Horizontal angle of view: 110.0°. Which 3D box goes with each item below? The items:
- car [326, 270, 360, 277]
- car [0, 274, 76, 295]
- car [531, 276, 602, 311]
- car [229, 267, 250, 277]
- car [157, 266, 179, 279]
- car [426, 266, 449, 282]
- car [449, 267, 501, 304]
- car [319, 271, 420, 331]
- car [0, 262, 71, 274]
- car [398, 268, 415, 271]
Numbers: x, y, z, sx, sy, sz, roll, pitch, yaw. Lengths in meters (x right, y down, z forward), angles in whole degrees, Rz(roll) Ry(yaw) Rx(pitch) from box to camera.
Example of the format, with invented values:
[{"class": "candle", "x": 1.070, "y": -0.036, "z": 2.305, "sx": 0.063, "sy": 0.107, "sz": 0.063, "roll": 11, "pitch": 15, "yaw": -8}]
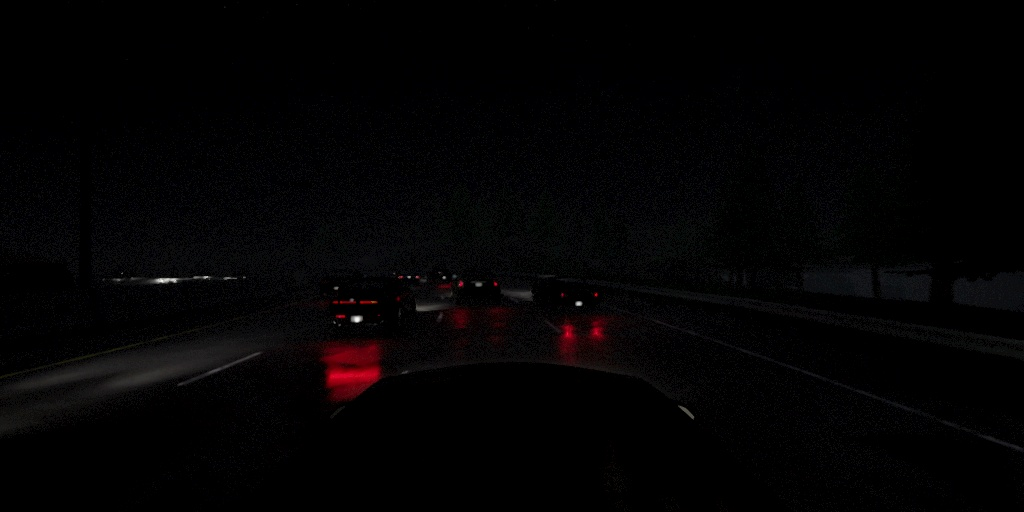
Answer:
[{"class": "car", "x": -9.611, "y": 1.545, "z": 20.787, "sx": 1.882, "sy": 1.535, "sz": 5.008, "roll": 0, "pitch": -1, "yaw": -14}, {"class": "car", "x": -18.719, "y": 1.527, "z": 12.463, "sx": 1.812, "sy": 1.442, "sz": 4.674, "roll": 0, "pitch": -1, "yaw": -10}, {"class": "car", "x": 2.168, "y": 1.534, "z": 15.702, "sx": 1.895, "sy": 1.301, "sz": 4.718, "roll": 0, "pitch": -1, "yaw": -9}, {"class": "car", "x": -37.368, "y": 2.176, "z": 49.154, "sx": 1.994, "sy": 1.385, "sz": 4.181, "roll": 0, "pitch": -1, "yaw": -44}, {"class": "car", "x": -44.523, "y": 2.105, "z": 46.410, "sx": 4.902, "sy": 1.511, "sz": 2.128, "roll": -1, "pitch": -1, "yaw": 44}, {"class": "car", "x": -7.168, "y": 1.757, "z": 35.061, "sx": 1.837, "sy": 1.490, "sz": 4.892, "roll": 0, "pitch": -1, "yaw": -23}, {"class": "car", "x": -1.908, "y": 1.341, "z": 18.150, "sx": 2.097, "sy": 1.767, "sz": 4.553, "roll": 0, "pitch": -1, "yaw": -11}, {"class": "car", "x": -4.337, "y": 1.417, "z": 11.715, "sx": 1.837, "sy": 1.490, "sz": 4.892, "roll": 0, "pitch": -1, "yaw": -7}, {"class": "car", "x": -22.937, "y": 1.294, "z": 15.947, "sx": 2.150, "sy": 2.045, "sz": 5.566, "roll": 0, "pitch": -1, "yaw": -14}, {"class": "car", "x": -8.967, "y": 1.746, "z": 30.475, "sx": 2.033, "sy": 1.411, "sz": 5.357, "roll": 0, "pitch": -1, "yaw": -21}]
